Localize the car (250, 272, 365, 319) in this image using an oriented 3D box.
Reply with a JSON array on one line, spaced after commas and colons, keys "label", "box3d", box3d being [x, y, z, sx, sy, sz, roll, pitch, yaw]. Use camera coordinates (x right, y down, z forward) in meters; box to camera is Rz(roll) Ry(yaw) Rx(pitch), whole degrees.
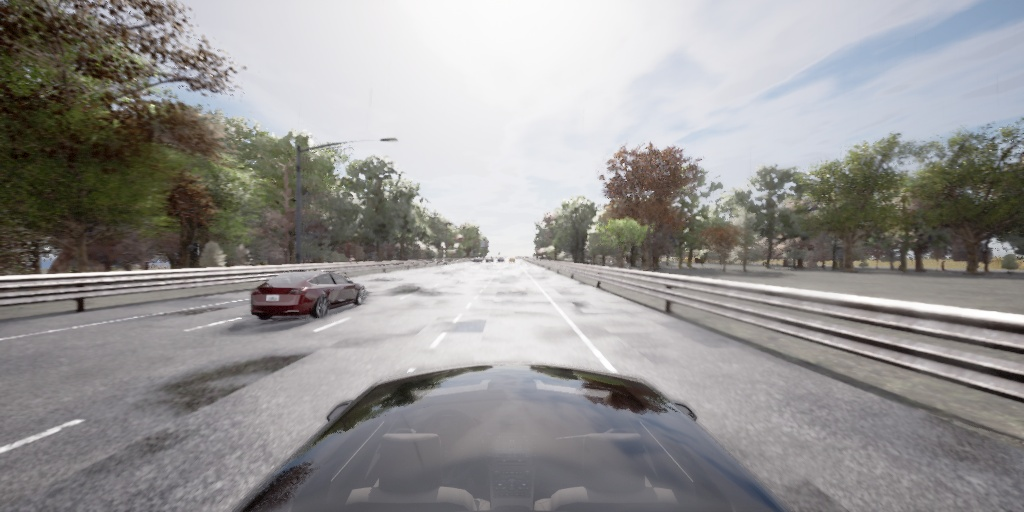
[{"label": "car", "box3d": [-6.995, 1.274, 12.826, 2.163, 1.488, 4.792, 0, 0, 0]}]
